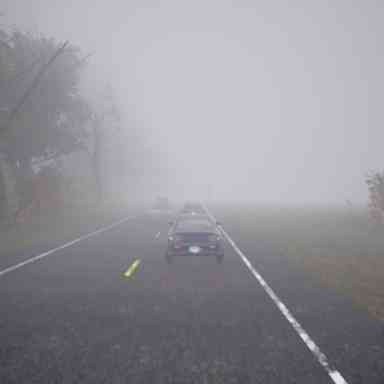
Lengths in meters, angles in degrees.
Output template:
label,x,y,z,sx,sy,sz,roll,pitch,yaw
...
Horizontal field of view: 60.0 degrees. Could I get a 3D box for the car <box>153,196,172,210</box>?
label,x,y,z,sx,sy,sz,roll,pitch,yaw
car,-3.596,1.269,41.098,2.097,1.767,4.553,0,0,0

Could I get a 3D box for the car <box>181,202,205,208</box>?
label,x,y,z,sx,sy,sz,roll,pitch,yaw
car,0.082,1.513,26.832,1.994,1.385,4.181,0,0,0

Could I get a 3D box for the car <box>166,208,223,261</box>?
label,x,y,z,sx,sy,sz,roll,pitch,yaw
car,0.086,1.504,11.998,1.812,1.442,4.674,0,0,0
